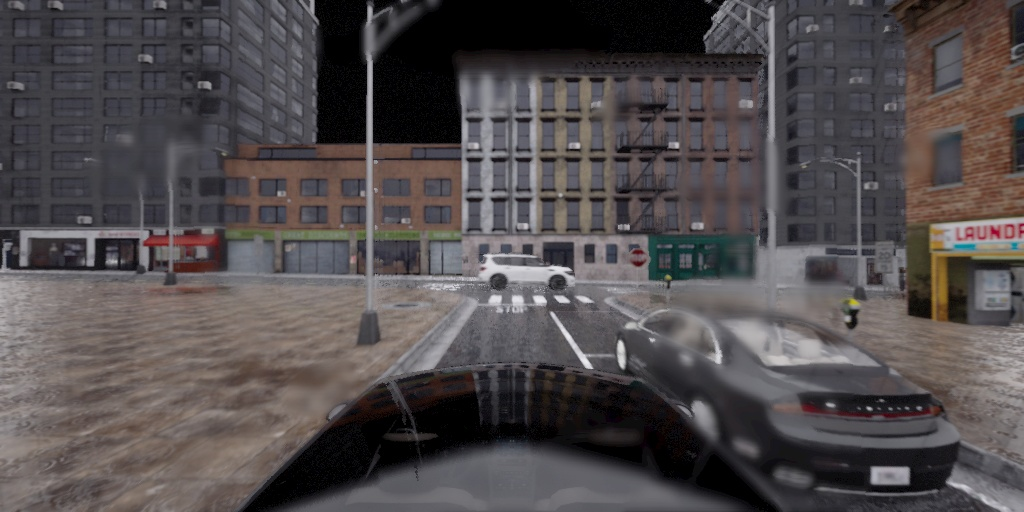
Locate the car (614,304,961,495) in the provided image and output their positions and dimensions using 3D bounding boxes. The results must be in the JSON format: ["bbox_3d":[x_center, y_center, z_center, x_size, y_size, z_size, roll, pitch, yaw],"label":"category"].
[{"bbox_3d":[2.637,1.292,4.691,2.007,1.370,4.403,0,0,0],"label":"car"}]

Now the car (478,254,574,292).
[{"bbox_3d":[0.806,0.941,20.961,5.566,2.045,2.150,1,0,0],"label":"car"}]
